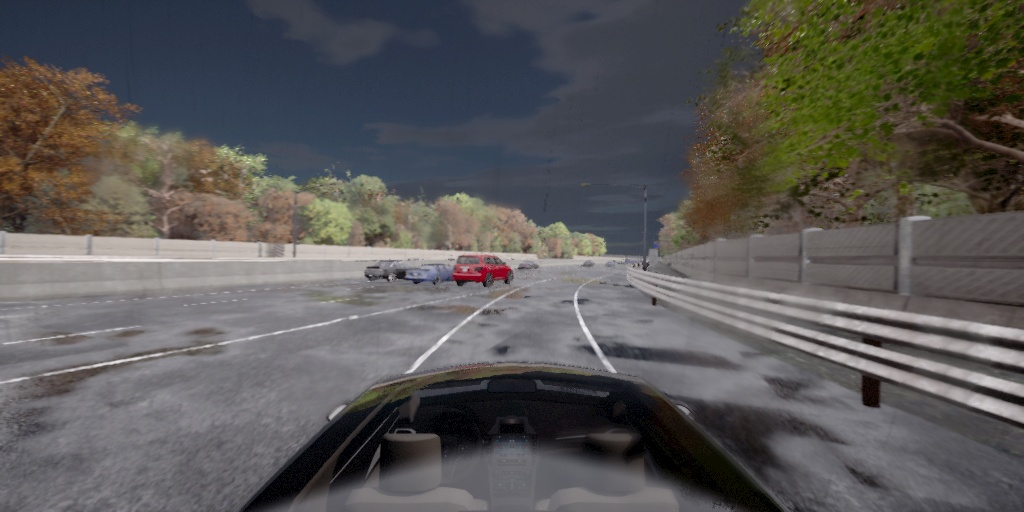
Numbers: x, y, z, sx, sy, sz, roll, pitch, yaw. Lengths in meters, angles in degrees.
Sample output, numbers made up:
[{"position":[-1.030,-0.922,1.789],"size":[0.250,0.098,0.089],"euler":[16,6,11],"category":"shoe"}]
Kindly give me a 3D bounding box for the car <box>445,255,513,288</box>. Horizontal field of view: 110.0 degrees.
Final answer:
[{"position":[-1.796,0.940,23.566],"size":[2.150,2.045,5.566],"euler":[1,0,22],"category":"car"}]

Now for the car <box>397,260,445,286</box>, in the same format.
[{"position":[-5.127,1.216,24.706],"size":[2.033,1.411,5.357],"euler":[1,0,22],"category":"car"}]

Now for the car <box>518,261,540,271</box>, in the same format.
[{"position":[2.543,1.433,53.024],"size":[2.033,1.411,5.357],"euler":[1,0,22],"category":"car"}]

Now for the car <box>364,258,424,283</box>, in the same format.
[{"position":[-8.415,1.112,25.909],"size":[2.128,1.511,4.902],"euler":[1,0,22],"category":"car"}]

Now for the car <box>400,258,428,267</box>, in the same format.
[{"position":[-16.696,1.126,61.494],"size":[2.128,1.511,4.902],"euler":[1,0,22],"category":"car"}]
